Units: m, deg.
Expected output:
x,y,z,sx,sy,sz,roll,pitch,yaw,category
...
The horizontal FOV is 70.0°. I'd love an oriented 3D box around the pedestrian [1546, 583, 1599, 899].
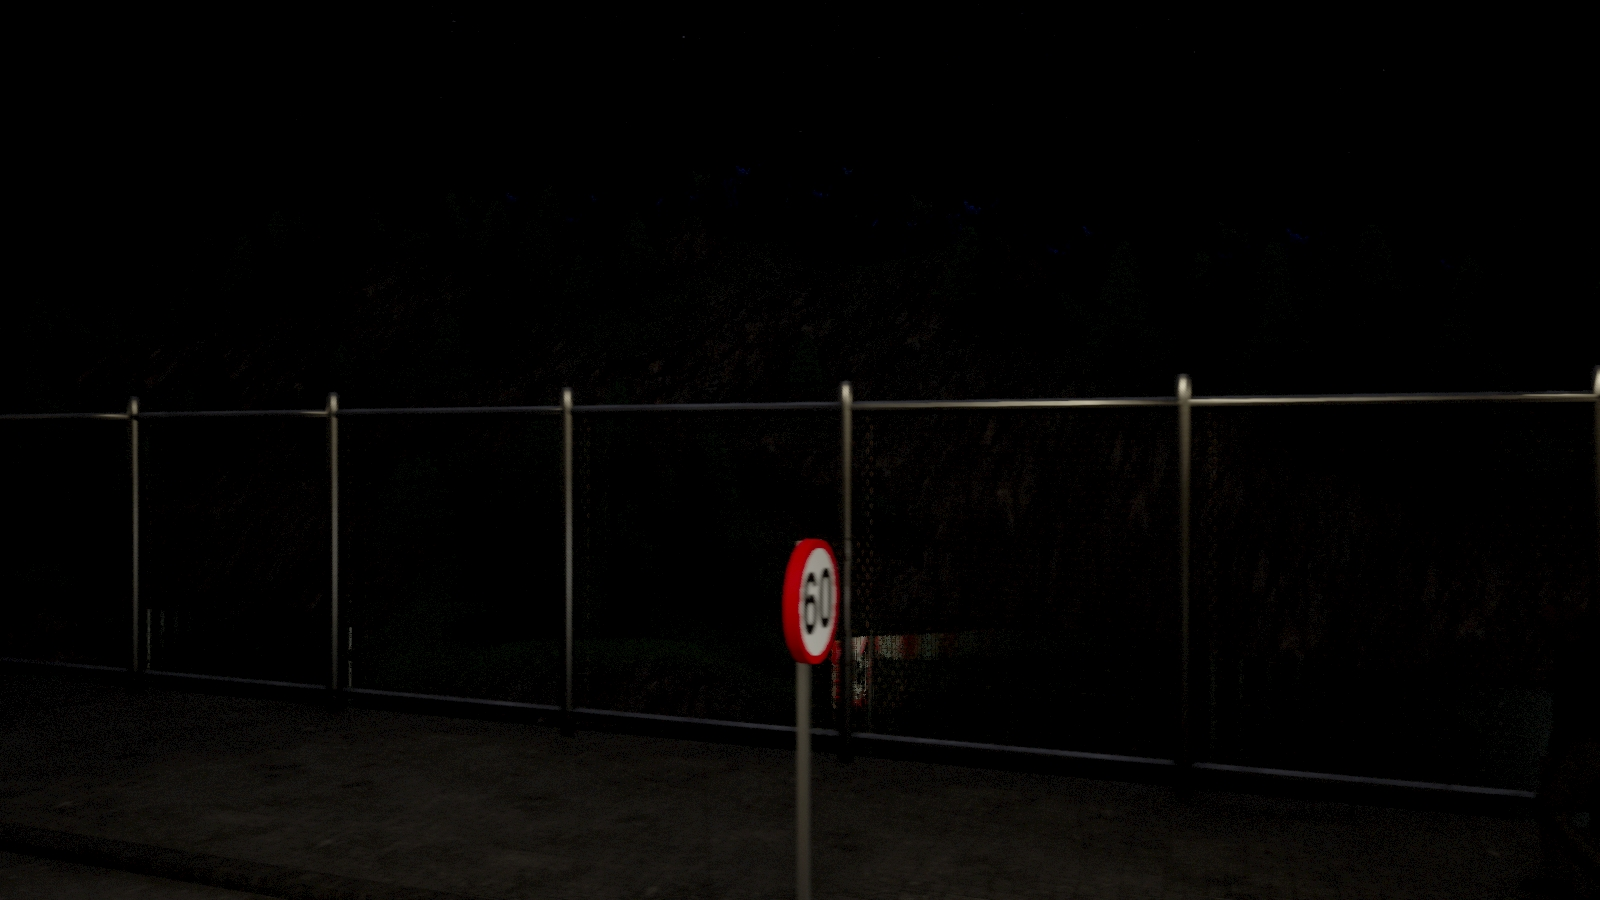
x,y,z,sx,sy,sz,roll,pitch,yaw,category
4.631,1.745,6.709,0.375,1.860,0.375,0,0,41,pedestrian
